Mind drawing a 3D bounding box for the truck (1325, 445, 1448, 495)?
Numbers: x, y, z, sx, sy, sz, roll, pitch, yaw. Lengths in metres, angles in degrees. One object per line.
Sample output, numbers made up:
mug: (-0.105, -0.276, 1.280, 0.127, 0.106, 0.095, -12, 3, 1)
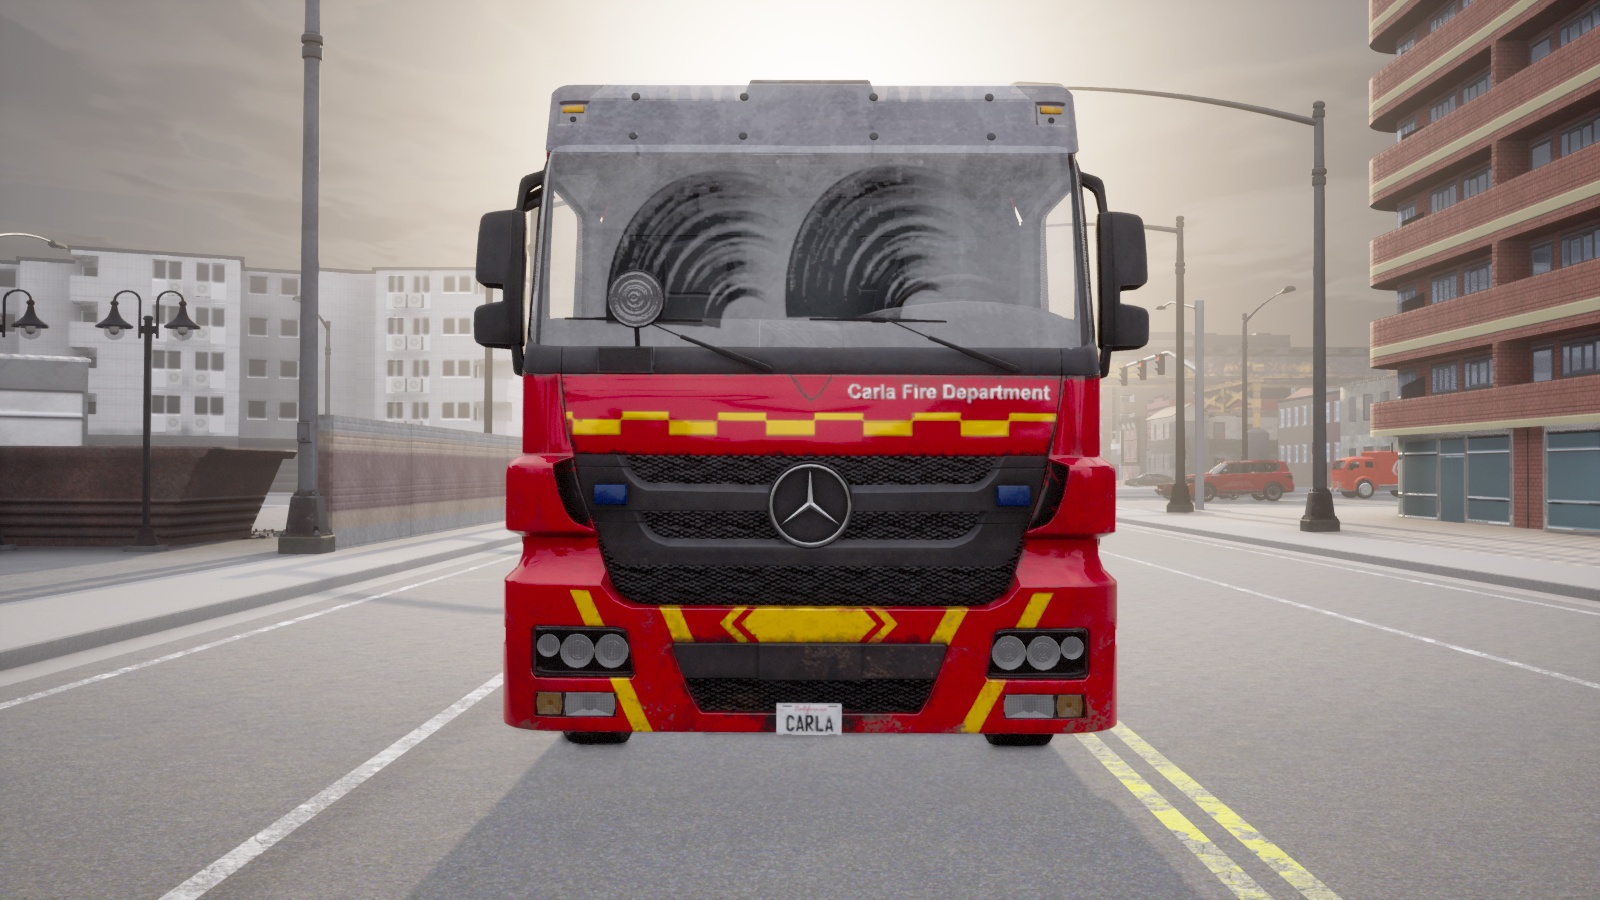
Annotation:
truck: (30.774, 1.042, 66.015, 5.204, 2.467, 2.627, -1, -1, 1)

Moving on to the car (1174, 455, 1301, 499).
car: (21.796, 1.356, 62.725, 5.566, 2.045, 2.150, -1, -1, 2)

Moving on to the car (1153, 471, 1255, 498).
car: (21.271, 1.809, 66.245, 4.718, 1.301, 1.895, -1, -1, 1)

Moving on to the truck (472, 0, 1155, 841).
truck: (0.070, -0.190, 9.582, 2.891, 3.827, 8.468, 0, -1, 0)
